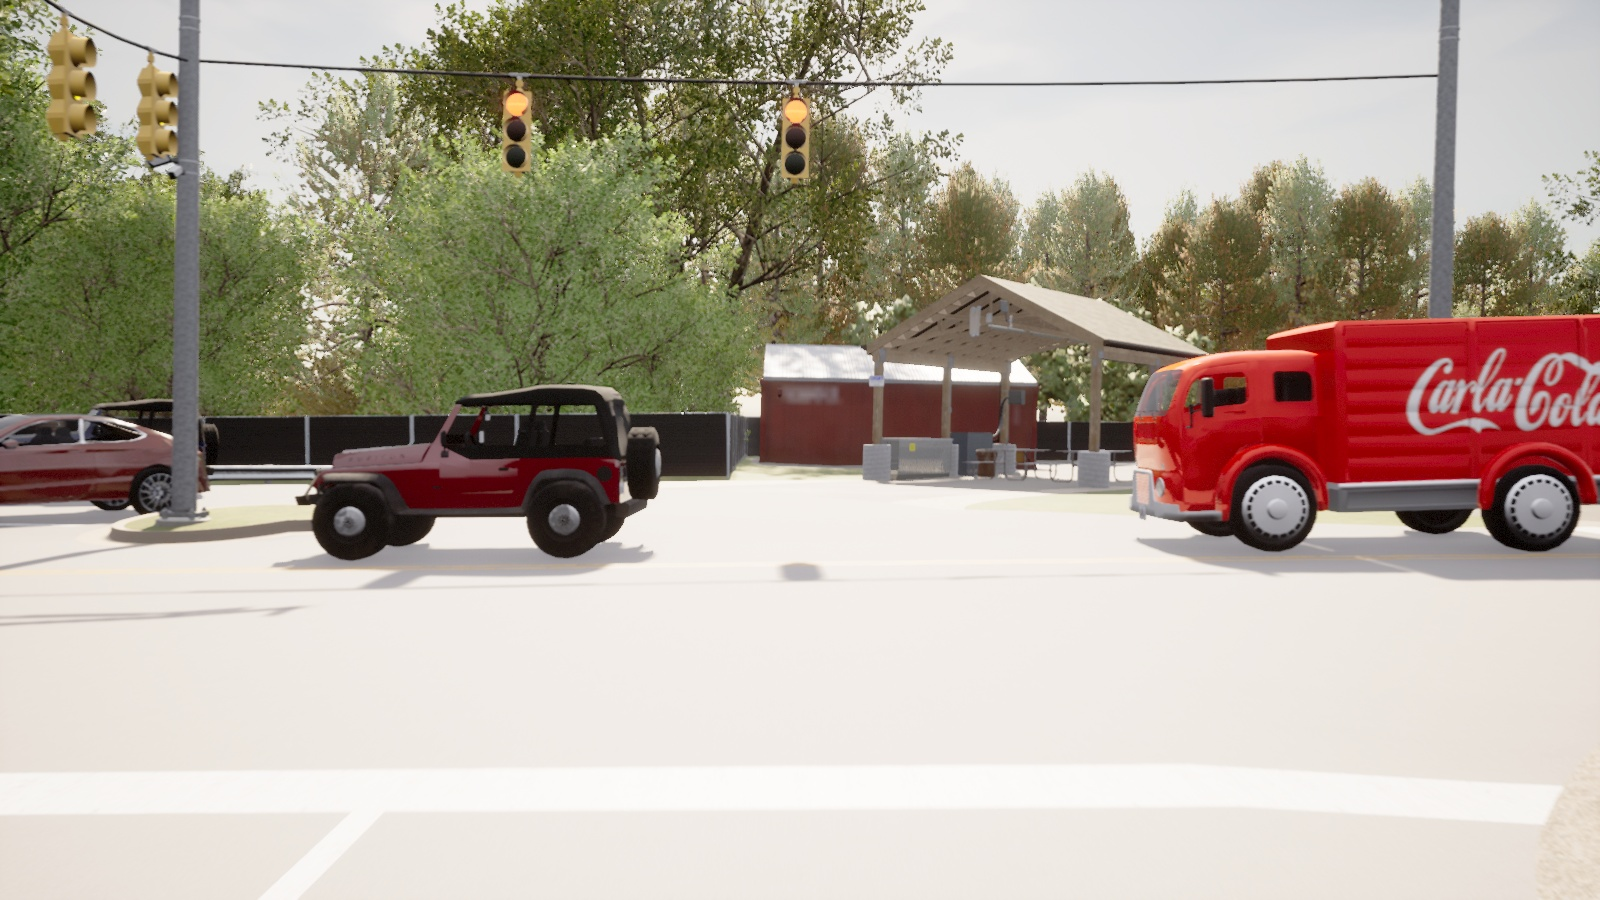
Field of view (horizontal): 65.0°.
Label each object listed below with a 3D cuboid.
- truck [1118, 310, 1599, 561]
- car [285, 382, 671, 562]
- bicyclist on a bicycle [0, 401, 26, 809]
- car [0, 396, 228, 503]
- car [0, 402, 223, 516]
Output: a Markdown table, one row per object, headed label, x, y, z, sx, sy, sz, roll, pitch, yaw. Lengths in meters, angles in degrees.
| label | x | y | z | sx | sy | sz | roll | pitch | yaw |
| --- | --- | --- | --- | --- | --- | --- | --- | --- | --- |
| truck | 6.555 | -0.177 | 14.230 | 5.204 | 2.467 | 2.627 | -2 | 1 | 1 |
| car | -3.513 | 0.214 | 14.284 | 3.866 | 1.878 | 1.905 | -1 | 1 | 0 |
| bicyclist on a bicycle | -3.464 | 0.635 | 4.306 | 0.582 | 1.620 | 1.656 | 0 | 2 | 0 |
| car | -13.171 | -0.052 | 23.877 | 3.866 | 1.878 | 1.905 | -1 | 2 | -36 |
| car | -11.933 | 0.089 | 19.411 | 2.152 | 1.651 | 5.027 | 2 | 2 | 41 |
